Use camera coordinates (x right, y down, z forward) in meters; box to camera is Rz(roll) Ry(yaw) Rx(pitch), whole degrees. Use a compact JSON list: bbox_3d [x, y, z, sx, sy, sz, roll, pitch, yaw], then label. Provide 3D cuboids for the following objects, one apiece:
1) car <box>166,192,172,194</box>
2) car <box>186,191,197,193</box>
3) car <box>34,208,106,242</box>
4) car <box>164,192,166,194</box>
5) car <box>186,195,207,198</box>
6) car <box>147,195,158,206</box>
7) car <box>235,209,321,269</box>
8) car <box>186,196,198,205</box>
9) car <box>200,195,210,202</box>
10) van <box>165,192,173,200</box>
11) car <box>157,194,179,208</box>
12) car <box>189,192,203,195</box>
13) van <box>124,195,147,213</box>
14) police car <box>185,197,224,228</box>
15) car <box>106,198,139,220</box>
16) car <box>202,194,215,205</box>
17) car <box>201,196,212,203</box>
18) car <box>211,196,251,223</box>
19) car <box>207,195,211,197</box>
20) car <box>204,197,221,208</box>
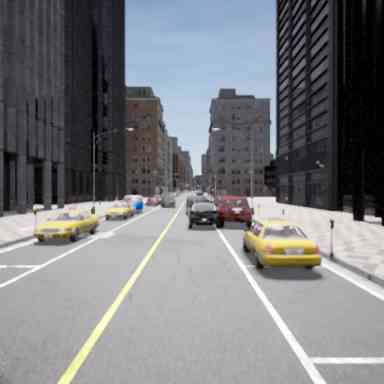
[{"bbox_3d":[-5.880,1.272,72.693,1.947,1.339,4.313,0,0,0],"label":"car"},{"bbox_3d":[-0.021,1.110,74.039,1.895,1.301,4.718,0,0,0],"label":"car"},{"bbox_3d":[-5.871,1.474,16.089,1.752,1.417,4.829,0,0,1],"label":"car"},{"bbox_3d":[-5.875,1.232,55.774,1.967,1.590,4.097,0,0,0],"label":"car"},{"bbox_3d":[0.530,1.379,31.285,1.882,1.535,5.008,0,0,-8],"label":"car"},{"bbox_3d":[-5.873,1.402,50.133,1.802,1.307,4.206,0,0,0],"label":"car"},{"bbox_3d":[2.663,1.490,10.846,1.752,1.417,4.829,0,0,1],"label":"car"},{"bbox_3d":[-0.016,1.356,55.596,1.994,1.385,4.181,0,0,0],"label":"car"},{"bbox_3d":[2.648,1.279,67.031,1.887,1.381,4.507,0,0,0],"label":"car"},{"bbox_3d":[-5.883,0.988,83.973,1.690,1.788,3.998,0,0,0],"label":"van"},{"bbox_3d":[-3.101,1.355,43.914,1.837,1.490,4.892,0,0,0],"label":"car"},{"bbox_3d":[0.889,1.228,37.348,2.097,1.767,4.553,0,0,0],"label":"car"},{"bbox_3d":[-5.869,1.235,33.213,1.690,1.788,3.998,0,0,0],"label":"van"},{"bbox_3d":[0.751,1.355,21.504,1.930,1.638,5.238,-1,0,1],"label":"police car"},{"bbox_3d":[-5.868,1.440,27.402,1.752,1.417,4.829,0,0,0],"label":"car"},{"bbox_3d":[2.651,1.232,55.751,1.967,1.590,4.097,0,0,0],"label":"car"},{"bbox_3d":[2.649,1.345,61.392,1.802,1.307,4.206,0,0,0],"label":"car"},{"bbox_3d":[2.660,1.248,21.913,2.192,1.841,5.009,0,0,0],"label":"car"},{"bbox_3d":[2.658,1.229,27.554,2.192,1.841,5.009,0,0,0],"label":"car"},{"bbox_3d":[2.654,1.397,44.474,2.008,1.369,4.403,0,0,0],"label":"car"}]
